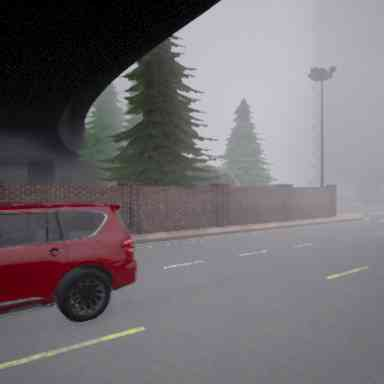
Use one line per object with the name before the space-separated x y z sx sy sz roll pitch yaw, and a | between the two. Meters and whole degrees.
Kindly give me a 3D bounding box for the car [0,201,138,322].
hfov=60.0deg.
car | -3.667 1.220 5.673 5.566 2.045 2.150 0 0 -35
